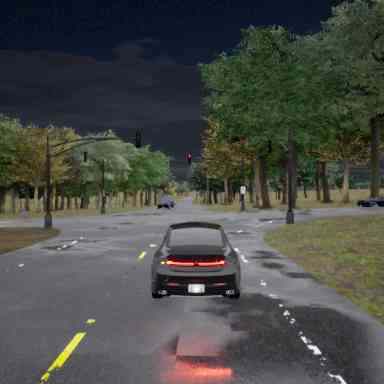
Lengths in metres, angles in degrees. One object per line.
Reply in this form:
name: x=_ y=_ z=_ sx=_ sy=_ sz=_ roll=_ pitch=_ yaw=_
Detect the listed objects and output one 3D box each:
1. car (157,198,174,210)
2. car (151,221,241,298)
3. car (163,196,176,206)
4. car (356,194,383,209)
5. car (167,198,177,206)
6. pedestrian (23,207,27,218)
car: x=-4.204 y=2.005 z=50.223 sx=1.895 sy=1.301 sz=4.718 roll=0 pitch=-1 yaw=-1
car: x=0.083 y=1.508 z=8.477 sx=1.837 sy=1.490 sz=4.892 roll=0 pitch=0 yaw=0
car: x=-4.410 y=1.798 z=60.089 sx=2.150 sy=2.045 sz=5.566 roll=0 pitch=-1 yaw=-2
car: x=17.952 y=0.844 z=30.866 sx=4.718 sy=1.301 sz=1.895 roll=-2 pitch=-1 yaw=3
car: x=-4.815 y=2.389 z=80.647 sx=2.097 sy=1.767 sz=4.553 roll=0 pitch=-2 yaw=-1
pedestrian: x=-18.115 y=2.201 z=36.069 sx=0.375 sy=1.300 sz=0.375 roll=0 pitch=1 yaw=2
